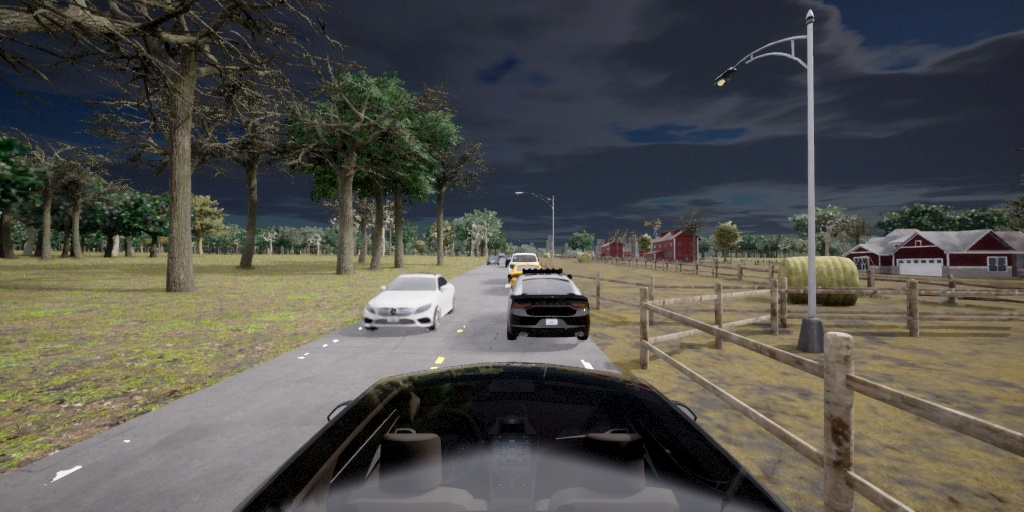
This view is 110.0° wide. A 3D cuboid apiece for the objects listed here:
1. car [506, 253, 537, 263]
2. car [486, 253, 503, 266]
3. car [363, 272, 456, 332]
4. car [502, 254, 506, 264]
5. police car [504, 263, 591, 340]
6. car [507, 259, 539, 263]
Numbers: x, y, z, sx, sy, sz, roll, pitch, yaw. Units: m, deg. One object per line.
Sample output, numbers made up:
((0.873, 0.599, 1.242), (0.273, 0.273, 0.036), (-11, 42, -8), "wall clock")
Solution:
((0.829, 0.810, 25.952), (2.150, 2.045, 5.566), (0, 1, 0), "car")
((-2.836, 0.686, 54.179), (2.128, 1.511, 4.902), (0, 1, 0), "car")
((-2.850, 1.252, 10.935), (1.812, 1.442, 4.674), (0, 0, 0), "car")
((0.048, 0.747, 49.291), (1.882, 1.535, 5.008), (0, 1, 1), "car")
((0.826, 1.156, 10.030), (1.930, 1.638, 5.238), (0, 0, 0), "police car")
((0.828, 1.134, 19.921), (1.882, 1.535, 5.008), (0, 1, 0), "car")
